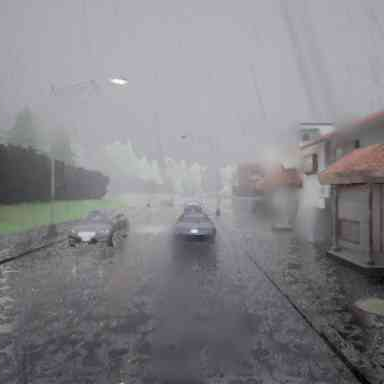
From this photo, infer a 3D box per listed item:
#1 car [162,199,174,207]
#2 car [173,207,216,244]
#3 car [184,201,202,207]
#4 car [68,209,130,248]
[{"bbox_3d":[-4.035,1.824,56.553,2.033,1.411,5.357,0,0,1],"label":"car"},{"bbox_3d":[0.104,1.644,16.199,1.994,1.385,4.181,0,0,0],"label":"car"},{"bbox_3d":[0.101,1.703,36.423,1.812,1.442,4.674,0,0,0],"label":"car"},{"bbox_3d":[-4.092,1.567,15.309,2.128,1.511,4.902,0,0,0],"label":"car"}]
